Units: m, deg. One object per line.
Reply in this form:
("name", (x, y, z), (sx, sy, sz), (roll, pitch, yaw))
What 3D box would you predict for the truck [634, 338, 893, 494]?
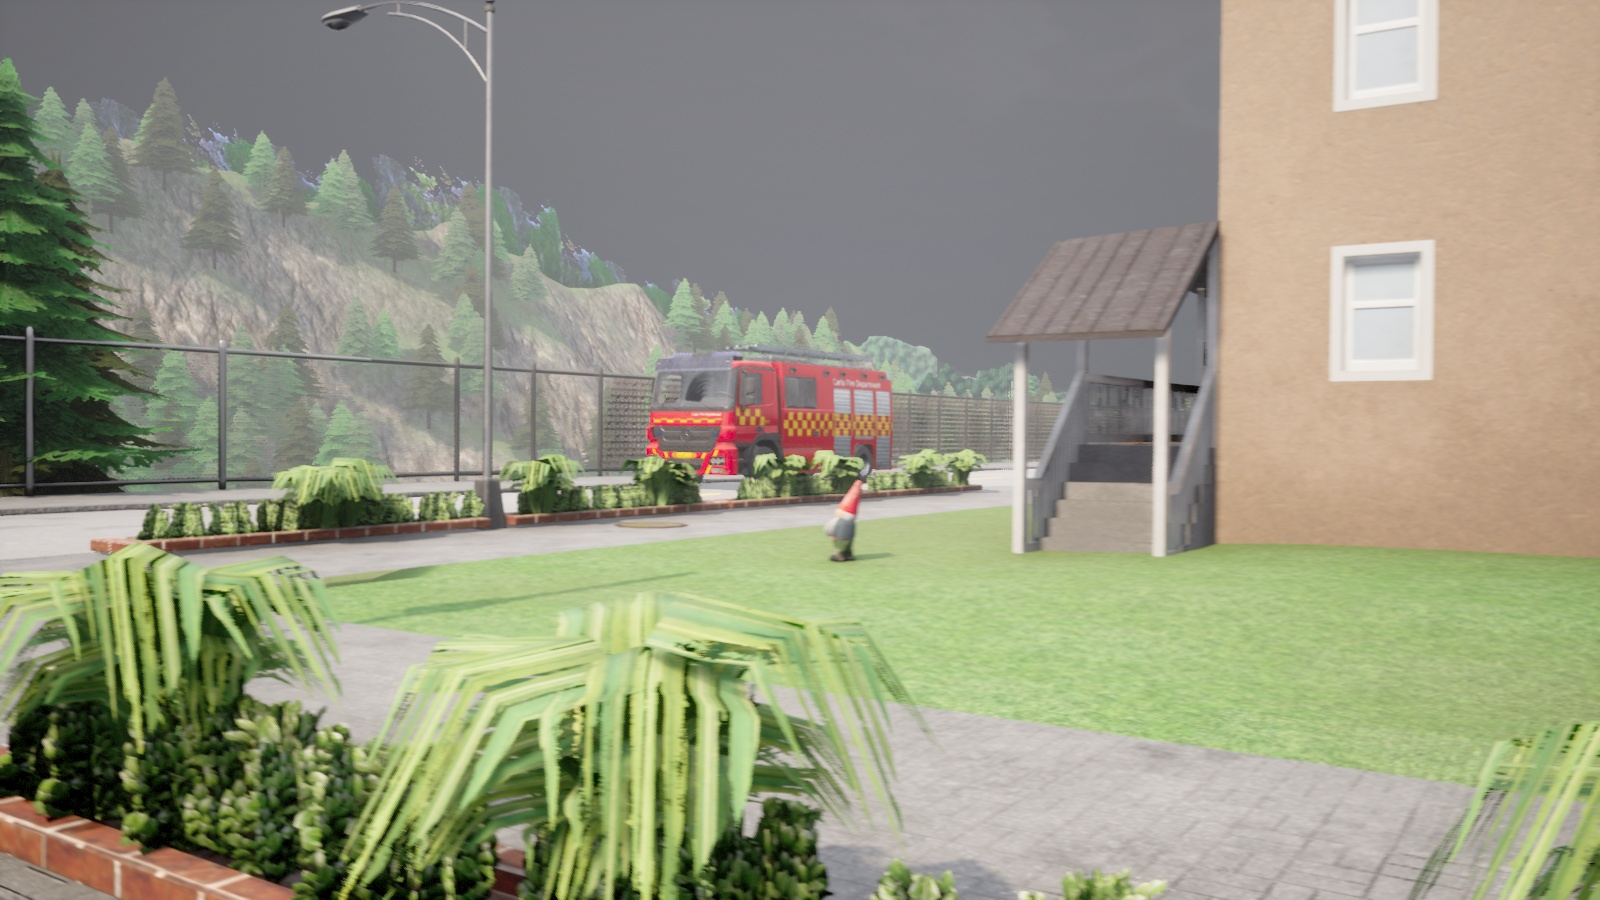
("truck", (-0.748, -0.908, 35.291), (2.891, 3.827, 8.468), (0, 1, 34))
